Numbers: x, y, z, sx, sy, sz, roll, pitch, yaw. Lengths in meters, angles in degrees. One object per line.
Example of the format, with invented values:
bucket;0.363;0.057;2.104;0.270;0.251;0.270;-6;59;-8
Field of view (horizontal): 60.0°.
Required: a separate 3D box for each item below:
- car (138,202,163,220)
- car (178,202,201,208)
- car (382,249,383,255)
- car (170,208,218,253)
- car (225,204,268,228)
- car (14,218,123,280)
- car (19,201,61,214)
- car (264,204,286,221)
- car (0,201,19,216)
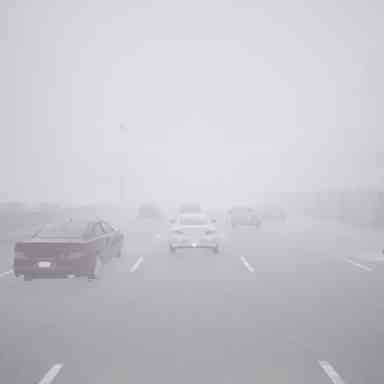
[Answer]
car;-3.696;1.637;30.070;1.882;1.535;5.008;0;0;-1
car;-0.195;1.637;30.079;1.882;1.535;5.008;0;0;-1
car;7.101;1.593;8.356;2.033;1.411;5.357;0;0;0
car;0.065;1.600;13.915;1.812;1.442;4.674;0;0;0
car;3.460;1.670;23.042;2.033;1.411;5.357;0;0;-1
car;-3.403;1.532;10.142;1.882;1.535;5.008;0;0;0
car;-14.450;1.665;32.628;2.128;1.511;4.902;0;0;-1
car;6.822;1.720;29.334;1.994;1.385;4.181;0;0;-1
car;-17.952;1.680;32.717;1.837;1.490;4.892;0;-1;-1
